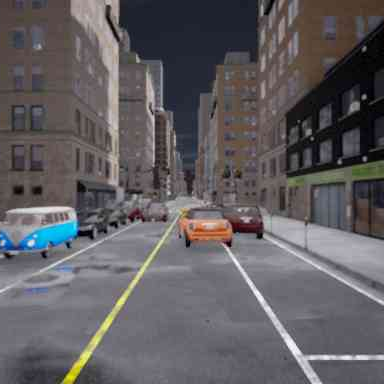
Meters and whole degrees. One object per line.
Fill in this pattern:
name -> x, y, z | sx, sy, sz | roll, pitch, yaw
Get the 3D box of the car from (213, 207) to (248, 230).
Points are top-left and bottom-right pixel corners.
car -> 2.672, 1.836, 24.218 | 2.008, 1.369, 4.403 | 0, -1, 0

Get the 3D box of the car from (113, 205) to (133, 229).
car -> -5.854, 1.851, 24.214 | 1.947, 1.339, 4.313 | 0, -1, 0

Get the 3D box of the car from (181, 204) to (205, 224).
car -> 0.089, 1.812, 28.455 | 1.882, 1.535, 5.008 | 0, -1, 0

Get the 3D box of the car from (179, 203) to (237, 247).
car -> 0.526, 1.545, 16.290 | 2.097, 1.767, 4.553 | 0, -1, -6

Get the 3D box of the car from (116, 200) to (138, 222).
car -> -5.852, 1.664, 29.801 | 2.192, 1.841, 5.009 | 0, -1, 0

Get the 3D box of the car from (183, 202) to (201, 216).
car -> 0.065, 2.021, 40.601 | 2.033, 1.411, 5.357 | 0, -1, 0

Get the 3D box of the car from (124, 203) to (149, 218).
car -> -5.853, 1.958, 35.385 | 1.887, 1.381, 4.507 | 0, -1, 0

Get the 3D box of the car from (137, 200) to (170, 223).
car -> -3.091, 1.689, 28.750 | 2.097, 1.767, 4.553 | 0, -1, 0

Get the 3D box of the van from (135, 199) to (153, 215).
van -> -5.852, 1.819, 40.973 | 1.690, 1.788, 3.998 | 0, -1, 0

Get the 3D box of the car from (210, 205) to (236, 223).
car -> 2.672, 1.915, 29.802 | 1.947, 1.339, 4.313 | 0, -1, 0

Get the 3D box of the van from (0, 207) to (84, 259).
van -> -5.855, 1.497, 13.045 | 1.690, 1.788, 3.998 | 0, -1, 0

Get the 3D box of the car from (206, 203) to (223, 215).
car -> 2.673, 2.060, 40.971 | 1.802, 1.307, 4.206 | 0, -1, 0

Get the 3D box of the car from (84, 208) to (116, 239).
car -> -5.854, 1.786, 18.627 | 1.947, 1.339, 4.313 | 0, -1, 0

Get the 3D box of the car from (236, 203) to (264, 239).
car -> 2.672, 1.535, 18.636 | 2.192, 1.841, 5.009 | 0, -1, 0

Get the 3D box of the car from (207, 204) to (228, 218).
car -> 2.673, 1.979, 35.387 | 1.947, 1.339, 4.313 | 0, -1, 0
